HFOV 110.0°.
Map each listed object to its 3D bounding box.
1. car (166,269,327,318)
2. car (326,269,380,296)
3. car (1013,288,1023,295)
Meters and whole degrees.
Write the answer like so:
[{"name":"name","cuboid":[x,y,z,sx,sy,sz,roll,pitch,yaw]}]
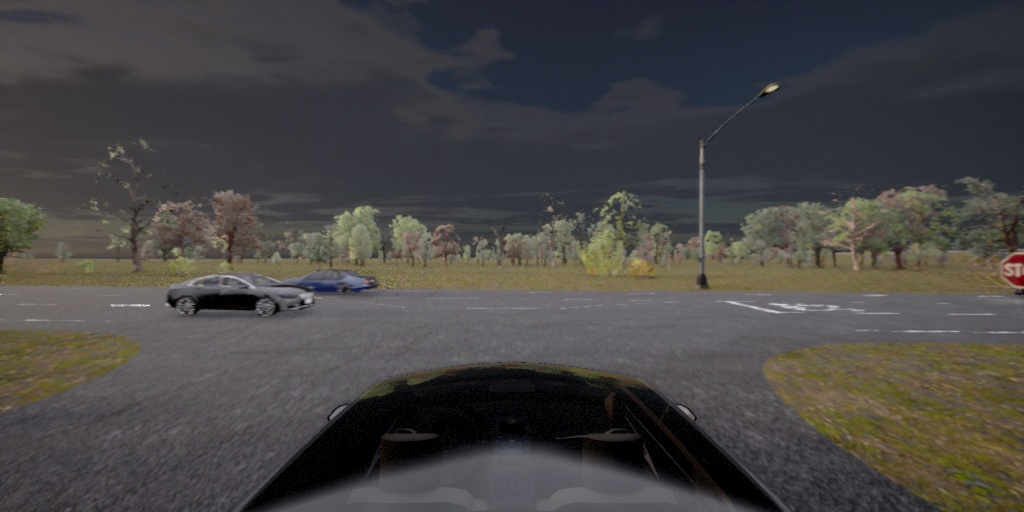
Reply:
[{"name":"car","cuboid":[-9.998,1.393,13.394,4.902,1.511,2.128,0,0,2]},{"name":"car","cuboid":[-10.411,1.455,20.417,5.357,1.411,2.033,0,0,2]},{"name":"car","cuboid":[30.130,1.663,18.760,5.357,1.411,2.033,0,0,2]}]
